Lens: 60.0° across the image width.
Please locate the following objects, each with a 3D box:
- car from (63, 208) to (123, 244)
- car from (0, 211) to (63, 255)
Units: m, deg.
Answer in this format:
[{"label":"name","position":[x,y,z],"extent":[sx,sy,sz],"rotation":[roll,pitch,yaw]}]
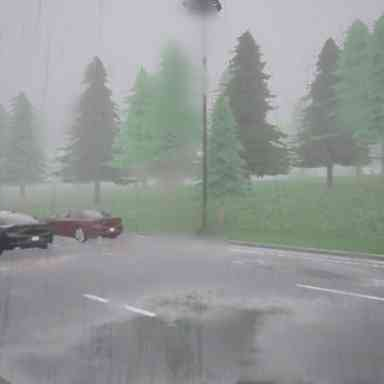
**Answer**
[{"label":"car","position":[-5.520,1.509,16.254],"extent":[5.008,1.535,1.882],"rotation":[0,0,37]},{"label":"car","position":[-7.600,1.510,13.439],"extent":[5.008,1.535,1.882],"rotation":[0,0,37]}]
